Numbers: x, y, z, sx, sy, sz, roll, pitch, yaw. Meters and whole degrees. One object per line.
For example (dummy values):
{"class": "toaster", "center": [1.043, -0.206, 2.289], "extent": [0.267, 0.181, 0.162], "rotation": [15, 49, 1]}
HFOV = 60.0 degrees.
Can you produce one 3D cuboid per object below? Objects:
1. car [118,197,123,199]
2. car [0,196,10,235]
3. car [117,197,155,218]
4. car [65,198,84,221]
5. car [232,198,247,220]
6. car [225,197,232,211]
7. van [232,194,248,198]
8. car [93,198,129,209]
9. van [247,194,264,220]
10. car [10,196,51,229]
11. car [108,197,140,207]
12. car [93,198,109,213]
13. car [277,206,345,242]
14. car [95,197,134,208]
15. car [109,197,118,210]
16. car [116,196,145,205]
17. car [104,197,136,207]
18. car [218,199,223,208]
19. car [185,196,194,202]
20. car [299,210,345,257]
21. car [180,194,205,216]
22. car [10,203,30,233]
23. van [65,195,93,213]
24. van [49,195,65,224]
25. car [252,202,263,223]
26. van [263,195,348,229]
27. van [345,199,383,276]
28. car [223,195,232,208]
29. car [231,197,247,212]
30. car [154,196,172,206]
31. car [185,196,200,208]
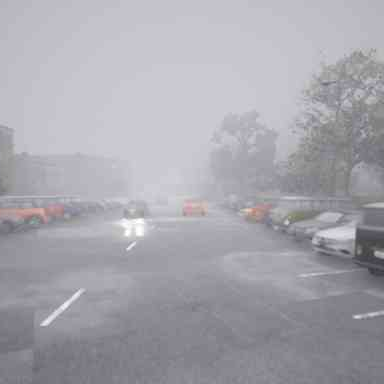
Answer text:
{"class": "car", "center": [-11.380, 1.556, 41.001], "extent": [4.792, 1.488, 2.163], "rotation": [-1, 0, -20]}
{"class": "car", "center": [-11.442, 1.222, 14.574], "extent": [5.566, 2.045, 2.435], "rotation": [-1, 0, -20]}
{"class": "car", "center": [-5.057, 1.501, 30.608], "extent": [2.128, 1.511, 4.902], "rotation": [0, 0, 0]}
{"class": "car", "center": [-11.404, 1.484, 26.320], "extent": [5.008, 1.535, 2.097], "rotation": [-1, 0, -20]}
{"class": "car", "center": [6.230, 1.479, 26.206], "extent": [5.366, 1.575, 1.946], "rotation": [1, 0, -20]}
{"class": "car", "center": [6.433, 1.537, 35.115], "extent": [4.792, 1.488, 2.163], "rotation": [1, 0, -20]}
{"class": "van", "center": [6.513, 1.274, 32.207], "extent": [4.442, 1.987, 1.878], "rotation": [1, 0, -20]}
{"class": "car", "center": [-11.408, 1.588, 46.857], "extent": [4.674, 1.452, 2.002], "rotation": [-1, 0, -20]}
{"class": "van", "center": [6.515, 1.255, 23.370], "extent": [4.442, 1.987, 1.878], "rotation": [1, 0, -20]}
{"class": "car", "center": [-11.383, 1.349, 20.461], "extent": [4.553, 1.767, 2.185], "rotation": [-1, 0, -20]}
{"class": "car", "center": [-11.412, 1.580, 55.659], "extent": [4.892, 1.521, 2.231], "rotation": [-1, 0, -20]}
{"class": "car", "center": [-11.441, 1.382, 35.115], "extent": [4.553, 1.767, 2.185], "rotation": [-1, 0, -20]}
{"class": "car", "center": [6.403, 1.513, 14.493], "extent": [4.674, 1.452, 2.002], "rotation": [1, 0, -20]}
{"class": "car", "center": [-11.577, 1.557, 49.722], "extent": [5.366, 1.575, 1.946], "rotation": [-1, 0, -20]}
{"class": "car", "center": [-11.414, 1.518, 38.054], "extent": [4.892, 1.521, 2.231], "rotation": [-1, 0, -20]}
{"class": "car", "center": [-11.400, 1.601, 61.522], "extent": [4.892, 1.521, 2.231], "rotation": [-1, 0, -20]}
{"class": "car", "center": [-11.407, 1.609, 52.725], "extent": [4.674, 1.452, 2.002], "rotation": [-1, 0, -20]}
{"class": "car", "center": [6.433, 1.567, 43.951], "extent": [4.792, 1.488, 2.163], "rotation": [1, 0, -20]}
{"class": "car", "center": [-0.636, 1.780, 85.259], "extent": [2.097, 1.535, 5.008], "rotation": [0, -1, -1]}
{"class": "car", "center": [6.405, 1.513, 11.547], "extent": [4.674, 1.452, 2.002], "rotation": [1, 0, -20]}
{"class": "car", "center": [0.114, 1.370, 33.363], "extent": [2.097, 1.767, 4.553], "rotation": [0, 0, -2]}
{"class": "car", "center": [-11.414, 1.514, 17.523], "extent": [4.674, 1.452, 2.002], "rotation": [-1, 0, -20]}
{"class": "van", "center": [-11.305, 1.263, 29.298], "extent": [4.442, 1.987, 1.878], "rotation": [-1, 0, -20]}
{"class": "van", "center": [-11.522, 1.255, 23.343], "extent": [4.442, 1.987, 1.878], "rotation": [-1, 0, -20]}
{"class": "car", "center": [6.398, 1.515, 20.387], "extent": [4.674, 1.452, 2.002], "rotation": [1, 0, -20]}
{"class": "van", "center": [6.297, 1.247, 17.394], "extent": [4.442, 1.987, 1.878], "rotation": [1, 0, -20]}
{"class": "van", "center": [6.511, 1.251, 8.651], "extent": [4.442, 1.987, 1.878], "rotation": [1, 0, -20]}
{"class": "car", "center": [6.380, 1.390, 38.039], "extent": [4.553, 1.767, 2.185], "rotation": [1, -1, -20]}
{"class": "car", "center": [6.397, 1.491, 29.216], "extent": [4.892, 1.521, 2.231], "rotation": [1, 0, -20]}
{"class": "car", "center": [-4.987, 1.516, 57.403], "extent": [1.837, 1.490, 4.892], "rotation": [0, 0, 0]}
{"class": "car", "center": [0.101, 1.419, 48.591], "extent": [2.097, 1.767, 4.553], "rotation": [0, 0, 0]}
